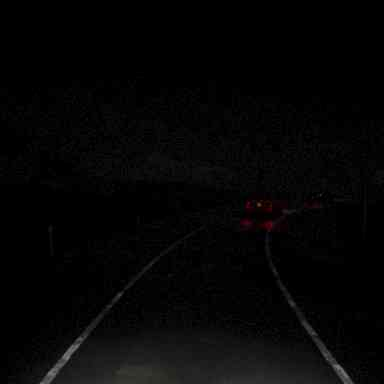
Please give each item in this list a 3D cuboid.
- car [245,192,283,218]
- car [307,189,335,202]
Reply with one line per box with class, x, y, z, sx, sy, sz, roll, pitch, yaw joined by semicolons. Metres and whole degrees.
car;5.495;0.839;24.940;2.097;1.767;4.553;2;2;23
car;15.058;0.376;38.877;1.812;1.442;4.674;3;4;44
